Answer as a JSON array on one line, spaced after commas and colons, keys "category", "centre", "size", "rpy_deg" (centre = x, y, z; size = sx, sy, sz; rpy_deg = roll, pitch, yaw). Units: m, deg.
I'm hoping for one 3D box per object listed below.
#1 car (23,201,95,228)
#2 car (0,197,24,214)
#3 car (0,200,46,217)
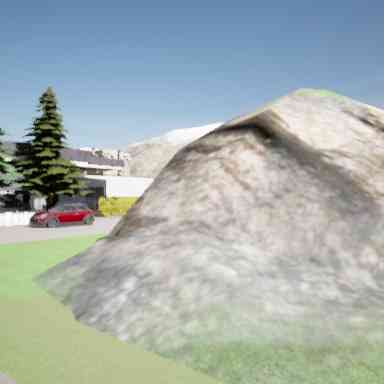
[{"category": "car", "centre": [-9.665, 1.668, 24.911], "size": [2.097, 1.767, 4.553], "rpy_deg": [0, 0, 39]}, {"category": "car", "centre": [-18.055, 1.666, 31.918], "size": [1.905, 1.878, 3.866], "rpy_deg": [0, 0, 38]}, {"category": "car", "centre": [-19.843, 1.865, 38.822], "size": [2.242, 1.667, 4.611], "rpy_deg": [0, 0, 38]}]
